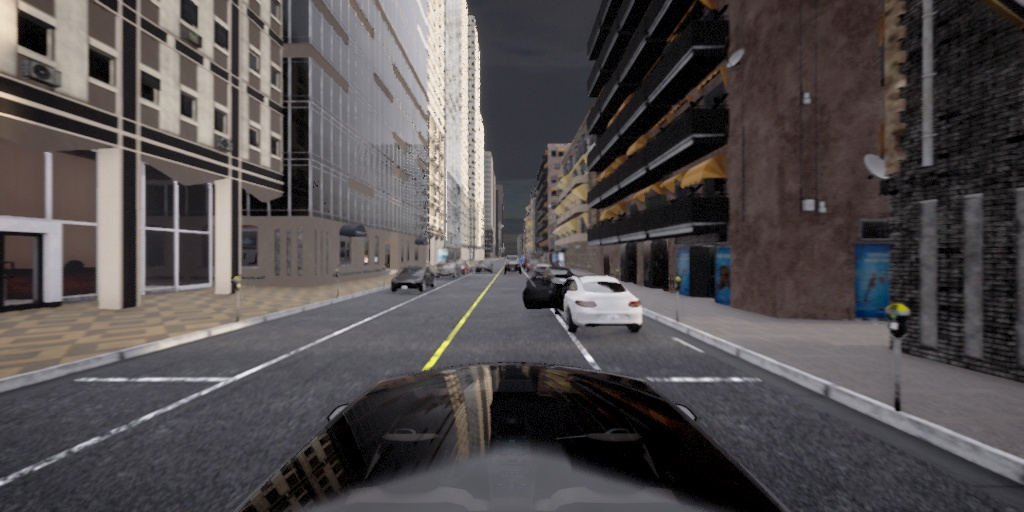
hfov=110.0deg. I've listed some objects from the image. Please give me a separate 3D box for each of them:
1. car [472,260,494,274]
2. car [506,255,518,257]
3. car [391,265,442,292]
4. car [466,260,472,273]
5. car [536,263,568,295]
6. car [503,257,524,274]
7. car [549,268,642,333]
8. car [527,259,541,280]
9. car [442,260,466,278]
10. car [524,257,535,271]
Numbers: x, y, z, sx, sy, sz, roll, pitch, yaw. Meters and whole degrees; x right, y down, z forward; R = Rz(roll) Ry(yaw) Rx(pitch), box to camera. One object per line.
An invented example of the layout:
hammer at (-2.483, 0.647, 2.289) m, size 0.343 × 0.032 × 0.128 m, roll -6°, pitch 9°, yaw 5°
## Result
car at (-3.086, 1.209, 40.632) m, size 1.837 × 1.490 × 4.892 m, roll 0°, pitch 0°, yaw 0°
car at (-0.016, 0.916, 52.266) m, size 2.150 × 2.045 × 5.566 m, roll 0°, pitch 0°, yaw 0°
car at (-5.697, 1.289, 21.192) m, size 1.948 × 1.339 × 4.313 m, roll 0°, pitch 0°, yaw 0°
car at (-5.703, 1.145, 38.138) m, size 1.967 × 1.591 × 4.097 m, roll 0°, pitch 0°, yaw 0°
car at (2.684, 1.289, 21.195) m, size 1.948 × 1.339 × 4.313 m, roll 0°, pitch 0°, yaw 0°
car at (0.069, 1.181, 39.832) m, size 1.882 × 1.535 × 5.008 m, roll 0°, pitch 0°, yaw 0°
car at (2.349, 1.263, 10.608) m, size 1.812 × 1.442 × 4.674 m, roll 0°, pitch 0°, yaw 0°
car at (2.680, 1.261, 32.492) m, size 2.007 × 1.370 × 4.403 m, roll 0°, pitch 0°, yaw 0°
car at (-5.700, 1.260, 32.489) m, size 2.007 × 1.370 × 4.403 m, roll 0°, pitch 0°, yaw 0°
car at (2.676, 1.140, 43.788) m, size 1.967 × 1.591 × 4.097 m, roll 0°, pitch 0°, yaw 0°
